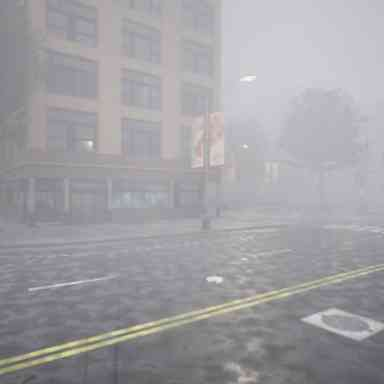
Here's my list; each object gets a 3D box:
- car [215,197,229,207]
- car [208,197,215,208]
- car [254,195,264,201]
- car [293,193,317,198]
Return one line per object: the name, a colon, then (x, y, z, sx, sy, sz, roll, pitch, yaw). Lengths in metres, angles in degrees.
car: (3.714, 1.606, 52.572, 1.837, 1.490, 4.892, 0, 0, -36)
car: (0.907, 1.596, 50.481, 1.837, 1.490, 4.892, 0, 0, -36)
car: (16.756, 1.611, 87.343, 2.161, 1.482, 4.786, 0, 0, -36)
car: (27.234, 1.532, 79.863, 2.002, 1.452, 4.674, 0, 0, -36)
